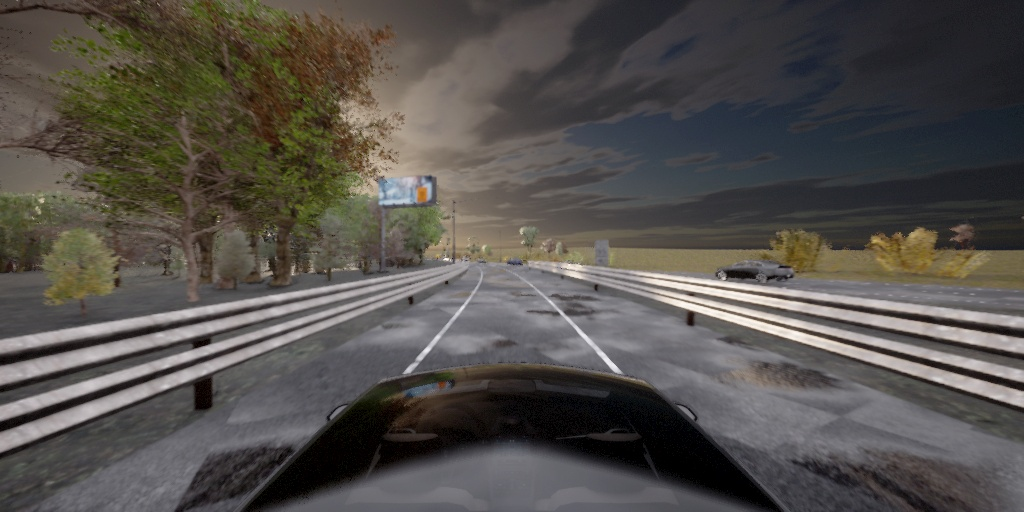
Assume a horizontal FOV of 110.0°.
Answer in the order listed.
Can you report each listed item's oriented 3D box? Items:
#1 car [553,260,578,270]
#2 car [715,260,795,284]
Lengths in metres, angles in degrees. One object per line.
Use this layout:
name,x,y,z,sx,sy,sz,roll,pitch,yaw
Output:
car,7.447,1.245,50.736,1.895,1.301,4.718,-1,0,-18
car,16.047,1.010,24.059,2.128,1.511,4.902,-1,0,-18
